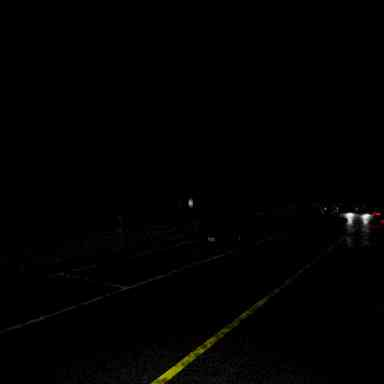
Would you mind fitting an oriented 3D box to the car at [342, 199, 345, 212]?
[{"bbox_3d":[16.735,1.442,38.781,1.967,1.590,4.097,0,0,32],"label":"car"}]

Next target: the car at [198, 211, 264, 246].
[{"bbox_3d":[1.965,1.566,15.436,1.947,1.339,4.313,0,0,32],"label":"car"}]

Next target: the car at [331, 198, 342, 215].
[{"bbox_3d":[13.781,1.567,34.112,1.947,1.339,4.313,0,0,32],"label":"car"}]

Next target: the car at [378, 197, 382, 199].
[{"bbox_3d":[20.105,1.527,33.506,1.812,1.442,4.674,0,0,32],"label":"car"}]

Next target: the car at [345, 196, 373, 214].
[{"bbox_3d":[18.314,1.527,36.378,1.812,1.442,4.674,0,0,33],"label":"car"}]

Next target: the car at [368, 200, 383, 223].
[{"bbox_3d":[14.566,1.549,24.570,2.033,1.411,5.357,0,0,32],"label":"car"}]

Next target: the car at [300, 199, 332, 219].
[{"bbox_3d":[10.827,1.583,29.443,1.802,1.307,4.206,0,0,32],"label":"car"}]
